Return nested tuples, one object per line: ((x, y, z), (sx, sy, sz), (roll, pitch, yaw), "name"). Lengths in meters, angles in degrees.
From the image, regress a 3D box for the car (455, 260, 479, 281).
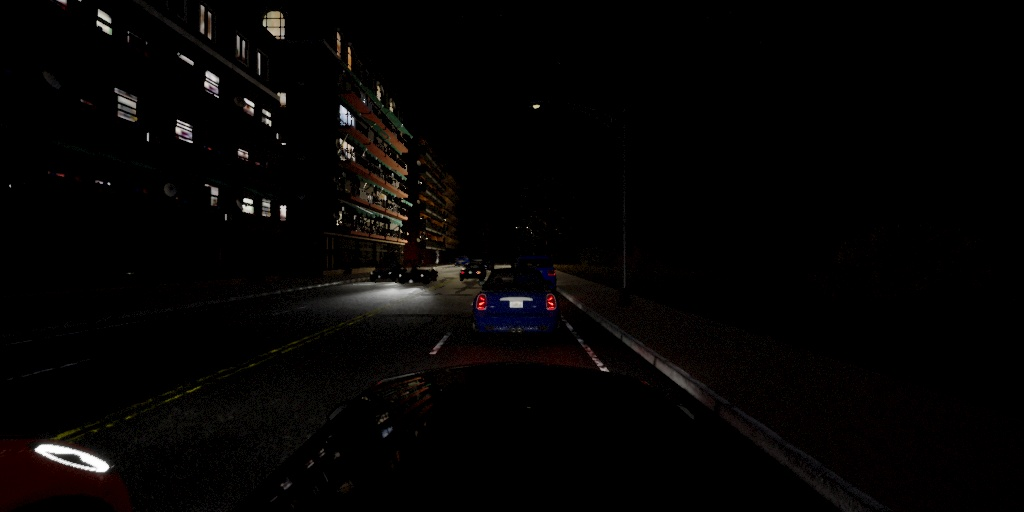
((-3.153, 1.301, 29.612), (2.033, 1.411, 5.357), (0, 0, 0), "car")

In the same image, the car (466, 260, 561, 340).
((0.096, 1.104, 10.160), (2.097, 1.767, 4.553), (0, 0, 0), "car")

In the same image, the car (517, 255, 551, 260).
((1.134, 0.978, 19.735), (2.150, 2.045, 5.566), (0, 0, 0), "car")

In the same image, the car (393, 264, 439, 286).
((-6.603, 1.355, 25.646), (1.895, 1.301, 4.718), (0, 0, 0), "car")

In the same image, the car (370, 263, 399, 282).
((-9.853, 1.280, 28.974), (1.812, 1.442, 4.674), (0, 0, 0), "car")
